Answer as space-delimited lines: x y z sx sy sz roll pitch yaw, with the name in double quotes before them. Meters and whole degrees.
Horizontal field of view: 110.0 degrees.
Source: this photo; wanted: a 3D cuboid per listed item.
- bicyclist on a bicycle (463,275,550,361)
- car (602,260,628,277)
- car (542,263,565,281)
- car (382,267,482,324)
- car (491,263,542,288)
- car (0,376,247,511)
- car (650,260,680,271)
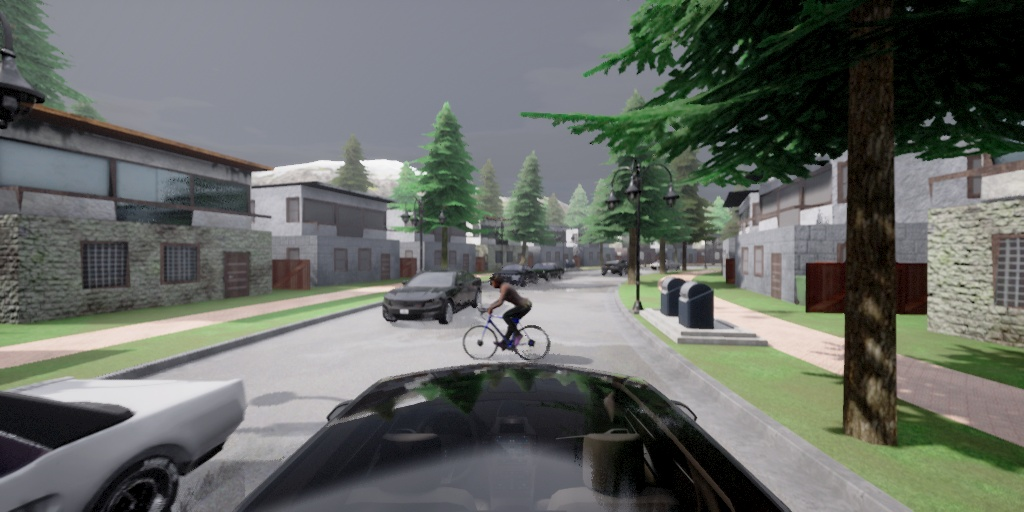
"bicyclist on a bicycle" -0.115 1.171 6.703 1.656 1.620 0.582 0 0 5
"car" 9.853 1.080 33.424 1.837 1.490 4.892 0 0 33
"car" 2.559 1.208 27.954 1.895 1.301 4.718 0 0 25
"car" -2.407 1.173 11.985 1.882 1.535 5.008 0 1 11
"car" 0.237 1.201 22.673 1.994 1.385 4.181 0 0 20
"car" -3.461 1.355 1.088 1.895 1.301 4.718 0 0 2
"car" 19.019 1.116 44.262 4.718 1.301 1.895 0 0 -43
